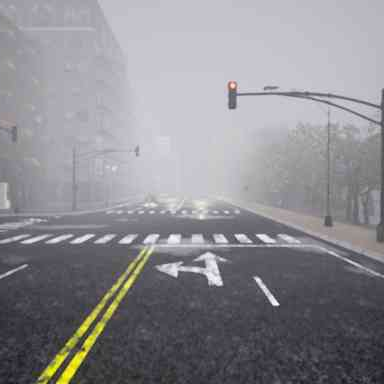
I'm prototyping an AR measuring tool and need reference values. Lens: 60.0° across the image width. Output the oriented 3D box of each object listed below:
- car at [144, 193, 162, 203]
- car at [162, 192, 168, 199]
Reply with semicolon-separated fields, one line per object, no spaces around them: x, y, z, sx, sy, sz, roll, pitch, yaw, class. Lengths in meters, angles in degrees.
-6.477;1.048;53.074;2.128;1.511;4.902;0;1;0;car
-6.466;0.816;76.964;1.812;1.442;4.674;0;1;0;car
